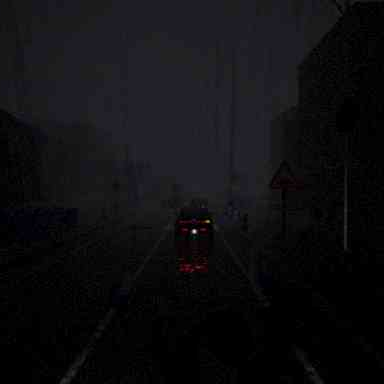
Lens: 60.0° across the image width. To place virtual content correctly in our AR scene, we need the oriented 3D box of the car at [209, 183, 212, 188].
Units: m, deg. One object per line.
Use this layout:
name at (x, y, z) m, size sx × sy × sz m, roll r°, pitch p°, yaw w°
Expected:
car at (7.928, -1.109, 94.603) m, size 4.792 × 1.488 × 2.163 m, roll 0°, pitch 2°, yaw -1°

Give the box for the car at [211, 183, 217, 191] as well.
car at (8.145, -0.808, 80.824) m, size 5.566 × 2.045 × 2.435 m, roll 0°, pitch 3°, yaw -1°

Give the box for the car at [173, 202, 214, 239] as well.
car at (0.102, 1.485, 17.229) m, size 1.837 × 1.490 × 4.892 m, roll 0°, pitch 0°, yaw 0°

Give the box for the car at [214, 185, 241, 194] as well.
car at (8.026, -0.167, 72.574) m, size 5.366 × 1.575 × 1.946 m, roll 0°, pitch 3°, yaw -1°

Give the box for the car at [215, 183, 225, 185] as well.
car at (8.116, -0.555, 78.077) m, size 4.553 × 1.767 × 2.185 m, roll 0°, pitch 3°, yaw -1°

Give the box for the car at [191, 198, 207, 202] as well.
car at (0.676, 1.330, 32.771) m, size 2.033 × 1.411 × 5.357 m, roll 0°, pitch 1°, yaw 7°

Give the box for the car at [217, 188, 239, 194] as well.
car at (8.183, -0.259, 75.333) m, size 4.674 × 1.452 × 2.002 m, roll 0°, pitch 3°, yaw -1°
